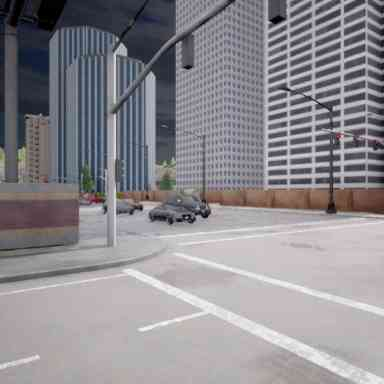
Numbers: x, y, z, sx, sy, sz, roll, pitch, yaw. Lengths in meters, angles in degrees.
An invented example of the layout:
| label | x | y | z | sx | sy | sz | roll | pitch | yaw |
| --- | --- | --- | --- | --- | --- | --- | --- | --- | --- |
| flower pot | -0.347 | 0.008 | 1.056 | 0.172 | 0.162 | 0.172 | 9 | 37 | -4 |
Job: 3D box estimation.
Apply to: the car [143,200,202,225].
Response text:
| label | x | y | z | sx | sy | sz | roll | pitch | yaw |
| --- | --- | --- | --- | --- | --- | --- | --- | --- | --- |
| car | -1.505 | 1.564 | 24.284 | 1.994 | 1.385 | 4.181 | 0 | 0 | -35 |

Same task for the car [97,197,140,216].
| label | x | y | z | sx | sy | sz | roll | pitch | yaw |
| --- | --- | --- | --- | --- | --- | --- | --- | --- | --- |
| car | -7.256 | 1.505 | 32.443 | 1.837 | 1.490 | 4.892 | 0 | 0 | -35 |

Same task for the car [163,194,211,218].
| label | x | y | z | sx | sy | sz | roll | pitch | yaw |
| --- | --- | --- | --- | --- | --- | --- | --- | --- | --- |
| car | -0.652 | 1.221 | 29.149 | 2.150 | 2.045 | 5.566 | 0 | 0 | -35 |

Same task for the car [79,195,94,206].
| label | x | y | z | sx | sy | sz | roll | pitch | yaw |
| --- | --- | --- | --- | --- | --- | --- | --- | --- | --- |
| car | -18.101 | 1.631 | 54.075 | 1.895 | 1.301 | 4.718 | 0 | 0 | -35 |

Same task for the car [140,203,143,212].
| label | x | y | z | sx | sy | sz | roll | pitch | yaw |
| --- | --- | --- | --- | --- | --- | --- | --- | --- | --- |
| car | -7.374 | 1.478 | 38.691 | 1.882 | 1.535 | 5.008 | 0 | 1 | -35 |

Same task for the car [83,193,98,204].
| label | x | y | z | sx | sy | sz | roll | pitch | yaw |
| --- | --- | --- | --- | --- | --- | --- | --- | --- | --- |
| car | -19.163 | 1.222 | 61.829 | 2.150 | 2.045 | 5.566 | 0 | 0 | -35 |
